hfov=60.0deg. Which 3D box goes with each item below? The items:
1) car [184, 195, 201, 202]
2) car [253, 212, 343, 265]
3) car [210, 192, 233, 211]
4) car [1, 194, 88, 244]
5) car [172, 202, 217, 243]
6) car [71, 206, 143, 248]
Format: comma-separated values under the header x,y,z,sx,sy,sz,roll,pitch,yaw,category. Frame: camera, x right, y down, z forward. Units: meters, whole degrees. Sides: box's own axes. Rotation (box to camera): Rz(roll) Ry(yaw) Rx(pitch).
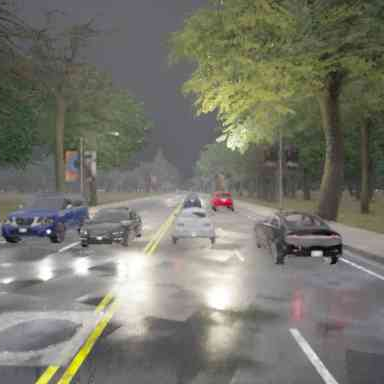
x,y,z,sx,sy,sz,roll,pitch,yaw,category
0.032,1.106,41.916,2.097,1.767,4.553,0,0,0,car
3.349,1.426,11.347,2.128,1.511,4.902,0,0,0,car
3.301,1.005,37.116,2.150,2.045,5.566,0,0,0,car
-6.565,1.131,15.718,2.150,2.045,5.566,0,0,0,car
0.076,1.435,15.554,1.812,1.442,4.674,0,1,0,car
-3.321,1.422,14.410,1.837,1.490,4.892,0,0,0,car
